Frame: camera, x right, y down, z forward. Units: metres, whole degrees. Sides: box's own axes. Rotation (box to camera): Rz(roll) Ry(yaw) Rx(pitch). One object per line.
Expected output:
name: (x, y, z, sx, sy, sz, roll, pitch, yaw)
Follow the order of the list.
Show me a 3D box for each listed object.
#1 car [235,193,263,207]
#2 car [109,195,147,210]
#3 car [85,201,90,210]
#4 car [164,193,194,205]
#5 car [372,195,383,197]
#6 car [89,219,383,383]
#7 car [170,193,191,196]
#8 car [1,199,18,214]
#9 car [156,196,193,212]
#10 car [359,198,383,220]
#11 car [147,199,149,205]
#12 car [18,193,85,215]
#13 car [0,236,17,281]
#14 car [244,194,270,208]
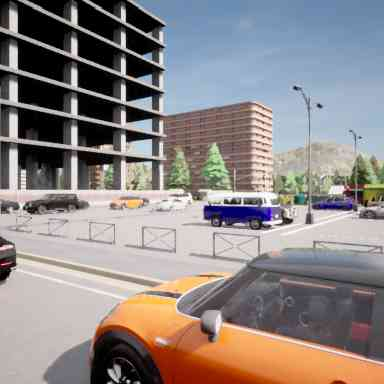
car: (10.801, 1.167, 63.033, 2.150, 2.045, 5.566, 0, 0, 35)
car: (-8.335, 1.297, 42.310, 2.097, 1.767, 4.553, 0, 0, 35)
car: (-14.377, 1.508, 39.825, 1.994, 1.385, 4.181, 0, 0, 35)
car: (-2.148, 1.166, 57.076, 2.150, 2.045, 5.566, 0, 0, 36)
car: (17.857, 1.153, 29.341, 4.605, 1.855, 1.932, 0, 0, 36)
car: (1.074, 1.352, 3.223, 4.553, 1.767, 2.097, 0, 0, 35)
car: (-2.259, 1.166, 50.894, 2.150, 2.045, 5.566, 0, 0, 35)
car: (-19.519, 1.436, 32.551, 2.128, 1.511, 4.902, 0, 0, 36)
car: (-2.242, 1.470, 38.485, 1.812, 1.442, 4.674, 0, 0, 35)
car: (14.651, 1.395, 24.775, 3.806, 1.475, 1.970, 0, 0, 36)
car: (-8.353, 1.436, 48.351, 2.128, 1.511, 4.902, 0, 0, 35)
car: (-14.212, 1.166, 33.982, 2.150, 2.045, 5.566, 0, 0, 35)
car: (-6.439, 1.492, 8.536, 4.902, 1.511, 2.128, 0, 0, 35)
car: (11.241, 1.470, 57.583, 1.812, 1.442, 4.674, 0, 0, 35)
